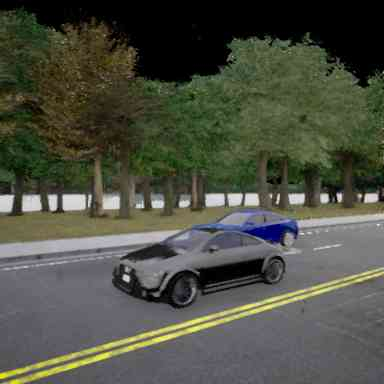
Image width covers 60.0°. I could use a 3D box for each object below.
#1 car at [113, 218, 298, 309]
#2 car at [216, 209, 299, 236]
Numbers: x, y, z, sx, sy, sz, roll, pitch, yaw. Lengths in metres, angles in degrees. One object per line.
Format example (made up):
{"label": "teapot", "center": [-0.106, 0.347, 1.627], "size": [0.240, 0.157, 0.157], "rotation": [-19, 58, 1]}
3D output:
{"label": "car", "center": [0.297, 1.558, 7.894], "size": [4.181, 1.385, 1.994], "rotation": [0, 0, -36]}
{"label": "car", "center": [2.150, 1.467, 13.217], "size": [5.008, 1.535, 1.882], "rotation": [0, 0, -36]}
